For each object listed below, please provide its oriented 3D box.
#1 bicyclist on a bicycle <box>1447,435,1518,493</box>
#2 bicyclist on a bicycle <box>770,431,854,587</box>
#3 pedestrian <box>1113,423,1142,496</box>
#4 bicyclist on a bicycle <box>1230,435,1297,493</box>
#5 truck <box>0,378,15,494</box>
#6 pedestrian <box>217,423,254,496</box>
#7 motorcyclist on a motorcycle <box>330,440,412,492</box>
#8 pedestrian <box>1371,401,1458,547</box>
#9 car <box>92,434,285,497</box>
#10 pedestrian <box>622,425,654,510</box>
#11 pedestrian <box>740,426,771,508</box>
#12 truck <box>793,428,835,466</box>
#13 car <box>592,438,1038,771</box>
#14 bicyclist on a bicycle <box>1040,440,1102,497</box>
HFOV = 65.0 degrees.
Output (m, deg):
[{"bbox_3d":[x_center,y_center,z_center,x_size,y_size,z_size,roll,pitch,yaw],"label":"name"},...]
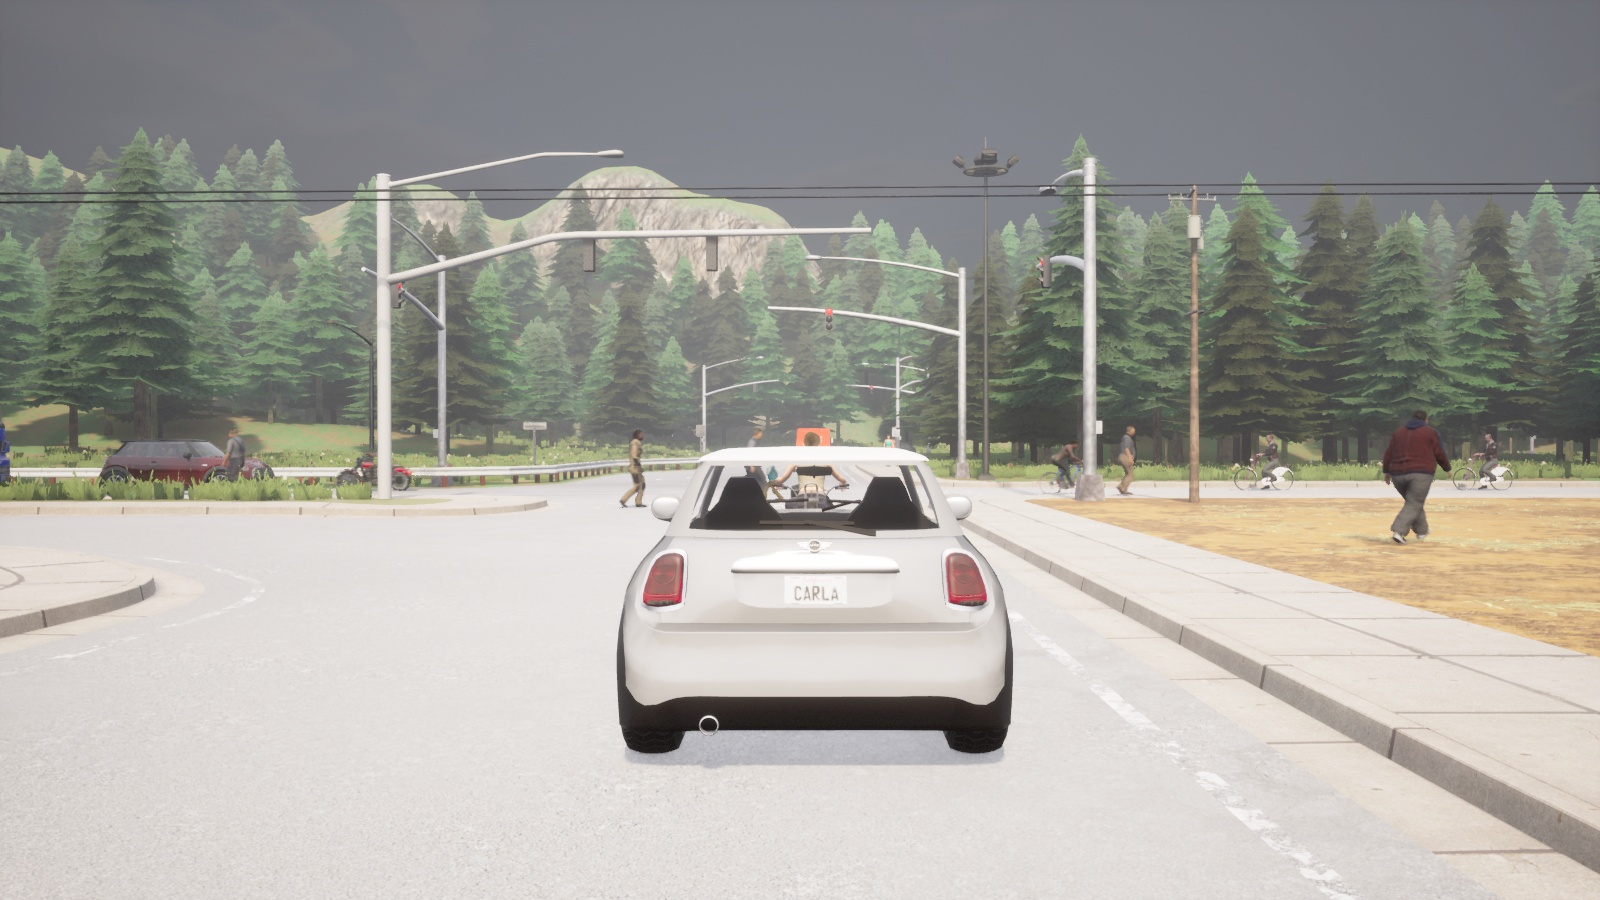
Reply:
[{"bbox_3d":[21.146,0.425,38.926,1.843,1.776,0.659,0,0,1],"label":"bicyclist on a bicycle"},{"bbox_3d":[0.123,0.607,13.751,0.866,1.612,1.509,0,0,0],"label":"bicyclist on a bicycle"},{"bbox_3d":[8.319,0.242,31.894,0.694,1.848,0.540,0,0,14],"label":"pedestrian"},{"bbox_3d":[14.425,0.424,39.100,1.843,1.776,0.659,0,0,1],"label":"bicyclist on a bicycle"},{"bbox_3d":[-27.785,-0.411,36.683,7.936,3.462,2.891,0,0,1],"label":"truck"},{"bbox_3d":[-14.432,0.251,32.108,0.694,1.848,0.540,0,0,8],"label":"pedestrian"},{"bbox_3d":[-13.597,0.503,39.826,2.350,1.649,0.766,0,0,-3],"label":"motorcyclist on a motorcycle"},{"bbox_3d":[8.022,0.298,16.391,0.899,1.844,0.634,0,0,-32],"label":"pedestrian"},{"bbox_3d":[-17.662,0.430,36.426,4.553,1.767,2.097,0,0,1],"label":"car"},{"bbox_3d":[-3.693,0.389,28.704,0.692,1.930,0.396,0,0,-3],"label":"pedestrian"},{"bbox_3d":[-1.019,0.388,28.838,0.694,1.848,0.540,0,0,-3],"label":"pedestrian"},{"bbox_3d":[0.965,-0.210,83.654,2.627,2.467,5.204,0,0,2],"label":"truck"},{"bbox_3d":[0.070,0.672,7.459,1.970,1.475,3.806,0,0,0],"label":"car"},{"bbox_3d":[7.746,0.525,35.898,1.656,1.620,0.582,0,0,5],"label":"bicyclist on a bicycle"}]
